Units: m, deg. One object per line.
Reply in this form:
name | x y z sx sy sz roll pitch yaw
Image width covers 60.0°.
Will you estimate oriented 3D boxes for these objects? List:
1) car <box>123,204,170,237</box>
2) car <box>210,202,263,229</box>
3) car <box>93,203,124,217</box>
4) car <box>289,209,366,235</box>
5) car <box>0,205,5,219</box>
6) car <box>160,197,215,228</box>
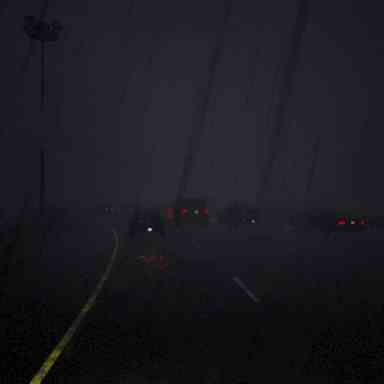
car | -2.766 1.677 19.309 1.837 1.490 4.892 0 -1 -14
car | 3.250 1.688 23.578 2.128 1.511 4.902 0 0 -16
car | -9.348 1.877 36.237 2.033 1.411 5.357 0 -1 -28
car | 7.925 1.705 20.045 2.033 1.411 5.357 0 -1 -13
car | -19.302 1.862 32.262 2.033 1.411 5.357 0 -1 -29
car | -0.517 1.432 24.239 2.150 2.045 5.566 0 0 -17
